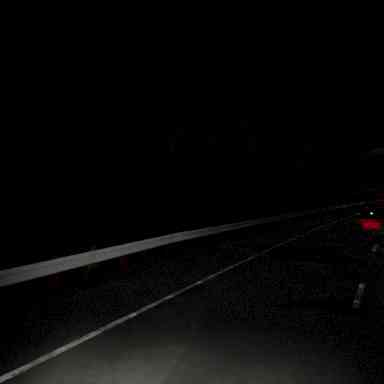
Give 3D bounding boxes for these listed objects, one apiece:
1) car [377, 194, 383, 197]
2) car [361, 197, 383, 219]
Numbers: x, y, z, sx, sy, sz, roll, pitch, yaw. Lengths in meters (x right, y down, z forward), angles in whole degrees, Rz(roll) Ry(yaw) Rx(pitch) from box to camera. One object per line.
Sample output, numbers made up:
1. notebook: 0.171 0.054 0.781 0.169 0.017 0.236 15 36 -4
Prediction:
1. car: 22.352 1.225 37.955 2.150 2.045 5.566 0 0 36
2. car: 16.245 1.508 29.456 1.837 1.490 4.892 0 0 35
